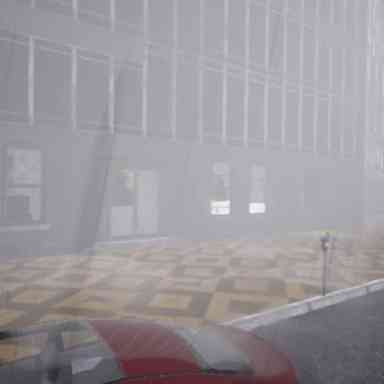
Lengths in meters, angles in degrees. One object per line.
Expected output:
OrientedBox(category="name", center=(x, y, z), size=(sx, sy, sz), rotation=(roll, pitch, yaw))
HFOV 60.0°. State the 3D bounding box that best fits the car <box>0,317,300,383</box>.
OrientedBox(category="car", center=(-1.068, 1.534, 1.763), size=(4.206, 1.307, 1.802), rotation=(0, 1, -34))
